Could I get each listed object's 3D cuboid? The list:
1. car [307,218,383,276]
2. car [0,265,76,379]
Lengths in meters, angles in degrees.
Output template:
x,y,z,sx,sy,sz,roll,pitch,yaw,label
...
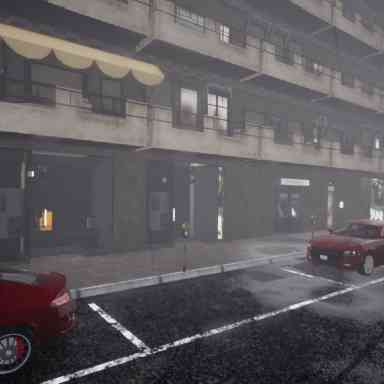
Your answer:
x,y,z,sx,sy,sz,roll,pitch,yaw,label
5.443,1.548,10.405,4.507,1.381,1.887,0,1,-35,car
-3.600,1.582,3.978,4.206,1.307,1.802,0,1,-35,car
